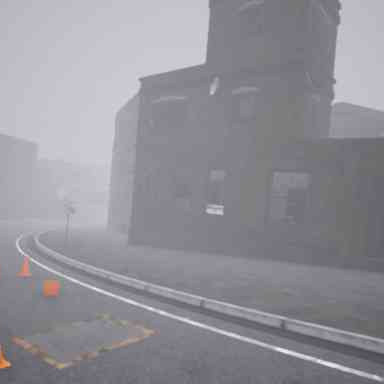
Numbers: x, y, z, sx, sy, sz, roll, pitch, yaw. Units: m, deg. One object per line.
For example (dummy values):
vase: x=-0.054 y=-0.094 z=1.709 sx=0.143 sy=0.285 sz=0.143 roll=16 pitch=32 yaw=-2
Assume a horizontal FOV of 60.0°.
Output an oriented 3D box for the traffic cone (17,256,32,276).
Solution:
traffic cone: x=-5.393 y=2.375 z=10.758 sx=0.340 sy=0.580 sz=0.340 roll=-1 pitch=-5 yaw=40
